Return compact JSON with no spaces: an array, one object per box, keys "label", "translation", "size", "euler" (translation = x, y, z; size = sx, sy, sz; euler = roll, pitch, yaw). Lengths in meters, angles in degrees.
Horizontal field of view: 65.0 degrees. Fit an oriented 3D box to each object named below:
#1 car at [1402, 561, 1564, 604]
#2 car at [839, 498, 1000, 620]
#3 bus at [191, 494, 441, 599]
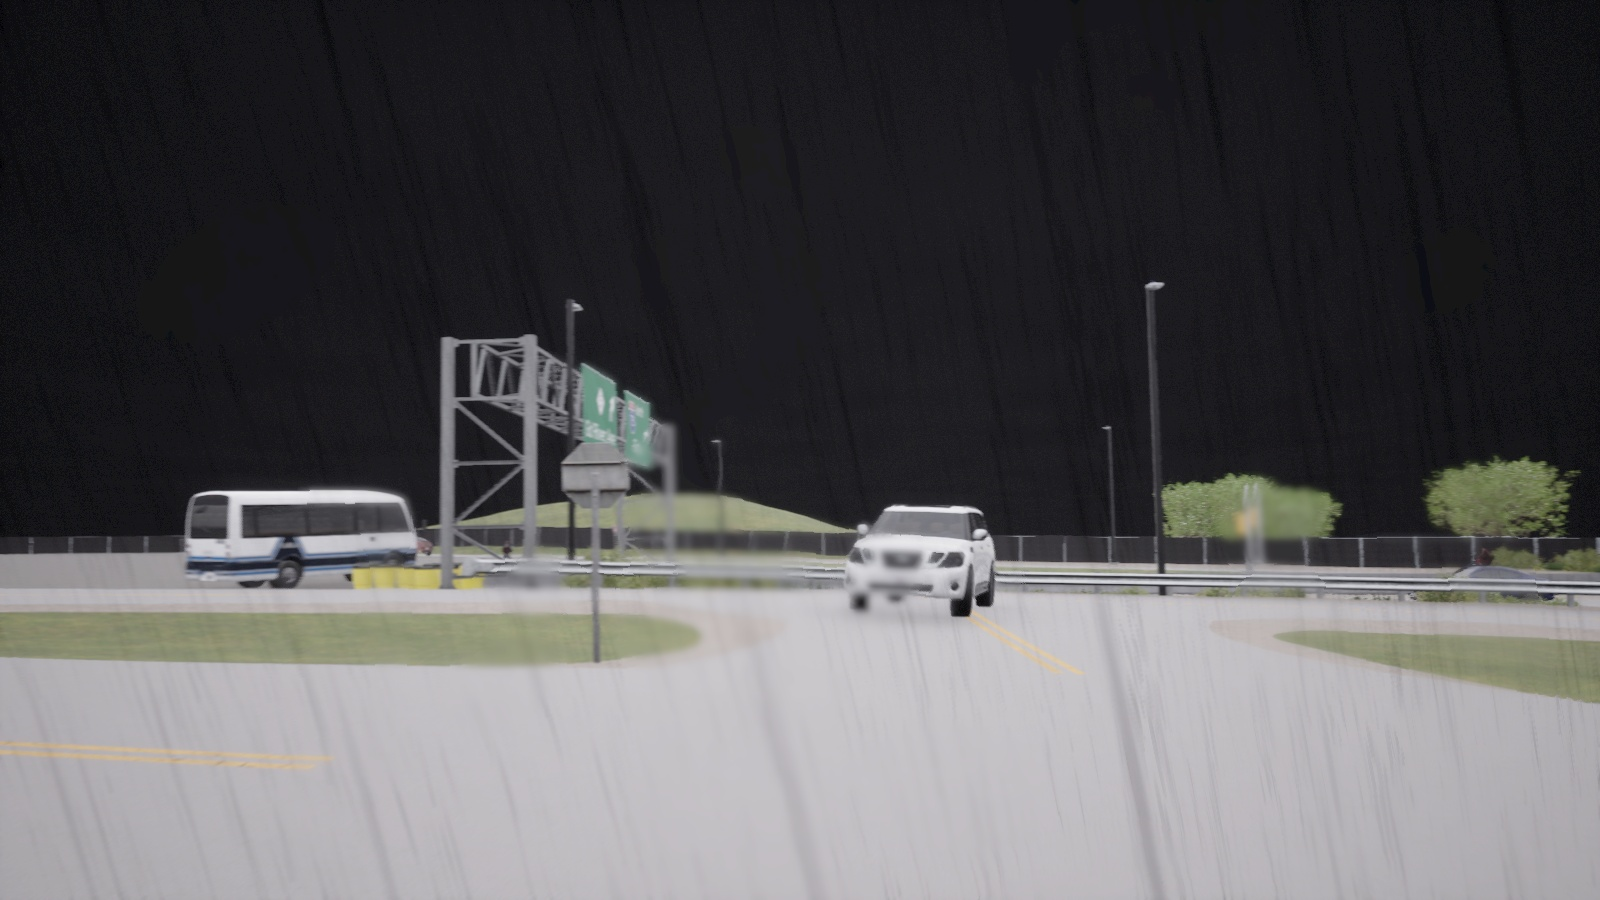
[{"label":"car","translation":[24.083,4.680,44.414],"size":[4.674,1.442,1.812],"euler":[-1,-4,3]},{"label":"car","translation":[2.488,2.049,24.422],"size":[2.150,2.045,5.566],"euler":[0,-3,15]},{"label":"bus","translation":[-21.578,4.170,56.850],"size":[3.944,4.253,10.273],"euler":[-3,-3,32]}]
